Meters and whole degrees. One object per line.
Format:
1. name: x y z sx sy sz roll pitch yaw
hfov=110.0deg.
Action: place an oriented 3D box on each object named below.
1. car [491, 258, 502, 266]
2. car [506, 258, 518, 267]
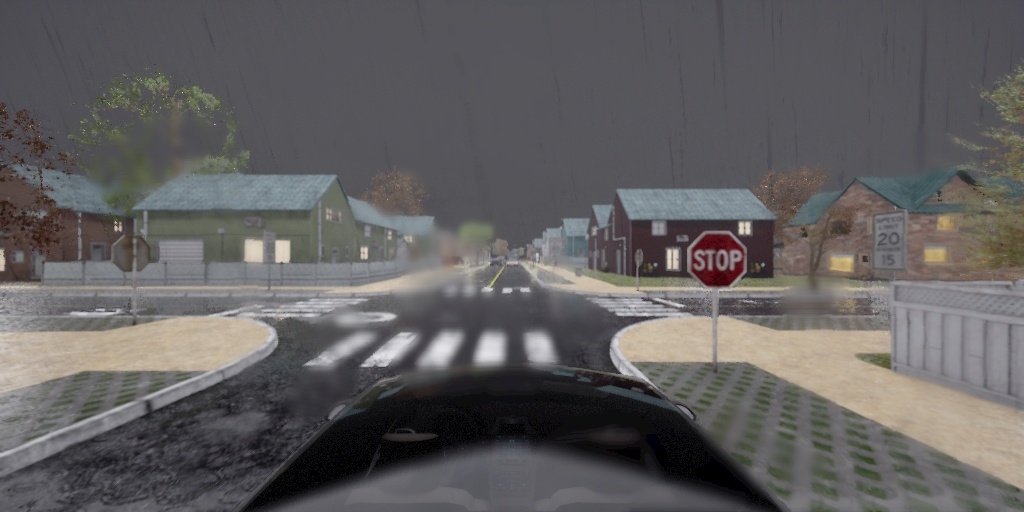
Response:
1. car: -2.685 1.030 61.869 2.033 1.411 5.357 0 0 0
2. car: 0.059 1.089 57.310 1.895 1.301 4.718 0 0 0
